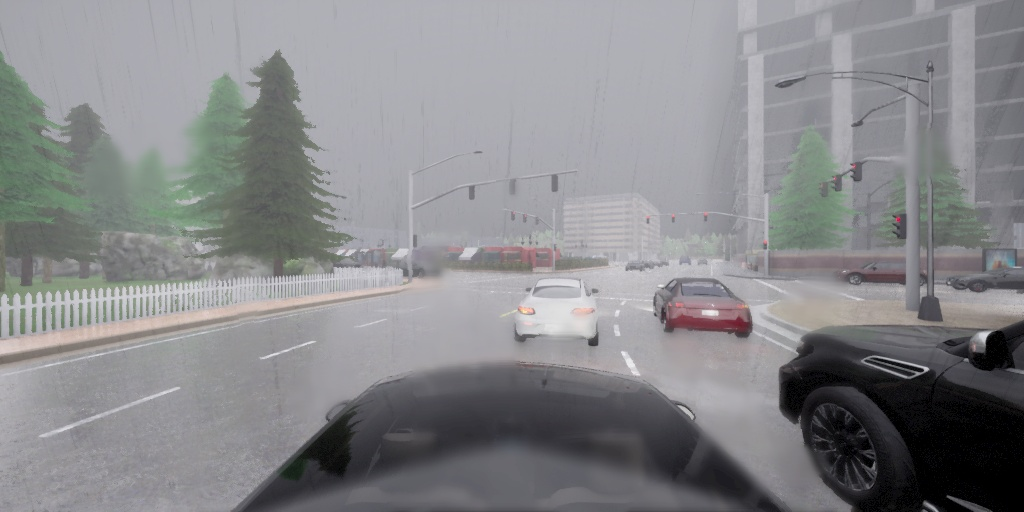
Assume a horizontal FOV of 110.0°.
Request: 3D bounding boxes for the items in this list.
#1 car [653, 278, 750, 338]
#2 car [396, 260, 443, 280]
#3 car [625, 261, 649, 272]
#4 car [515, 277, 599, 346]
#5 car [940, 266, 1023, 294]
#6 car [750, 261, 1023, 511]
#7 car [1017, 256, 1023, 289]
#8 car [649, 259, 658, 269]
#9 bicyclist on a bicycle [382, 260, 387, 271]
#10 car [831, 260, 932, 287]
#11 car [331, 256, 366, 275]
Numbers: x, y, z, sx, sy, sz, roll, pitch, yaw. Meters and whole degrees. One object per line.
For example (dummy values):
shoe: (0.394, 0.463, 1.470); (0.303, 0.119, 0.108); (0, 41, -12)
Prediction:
car: (5.287, 1.314, 10.398); (1.994, 1.385, 4.181); (0, 0, 17)
car: (-8.430, 1.157, 32.490); (4.553, 1.767, 2.097); (0, 0, 30)
car: (16.436, 1.314, 47.656); (1.994, 1.385, 4.181); (0, 0, 29)
car: (1.267, 1.276, 9.387); (1.812, 1.442, 4.674); (0, 0, 11)
car: (27.983, 1.331, 20.154); (4.674, 1.442, 1.812); (0, 0, 29)
car: (3.736, 0.971, 1.168); (2.150, 2.045, 5.566); (0, 0, 0)
car: (34.233, 1.027, 20.663); (5.566, 2.045, 2.150); (0, 0, 30)
car: (20.756, 1.351, 55.397); (1.895, 1.301, 4.718); (0, 0, 29)
bicyclist on a bicycle: (-15.776, 1.258, 44.233); (0.582, 1.620, 1.656); (0, 0, -23)
car: (25.891, 1.157, 25.386); (4.553, 1.767, 2.097); (0, 0, 29)
car: (-18.017, 1.030, 37.946); (5.566, 2.045, 2.150); (0, 0, 30)
